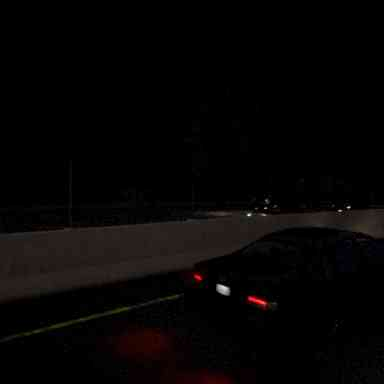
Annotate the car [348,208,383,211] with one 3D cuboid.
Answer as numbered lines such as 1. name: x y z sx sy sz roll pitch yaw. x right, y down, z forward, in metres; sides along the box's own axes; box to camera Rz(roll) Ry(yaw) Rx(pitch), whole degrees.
1. car: 12.666 1.094 20.924 5.357 1.411 2.033 0 2 -27

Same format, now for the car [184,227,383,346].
1. car: 2.440 1.384 6.085 5.357 1.411 2.033 0 2 -37
